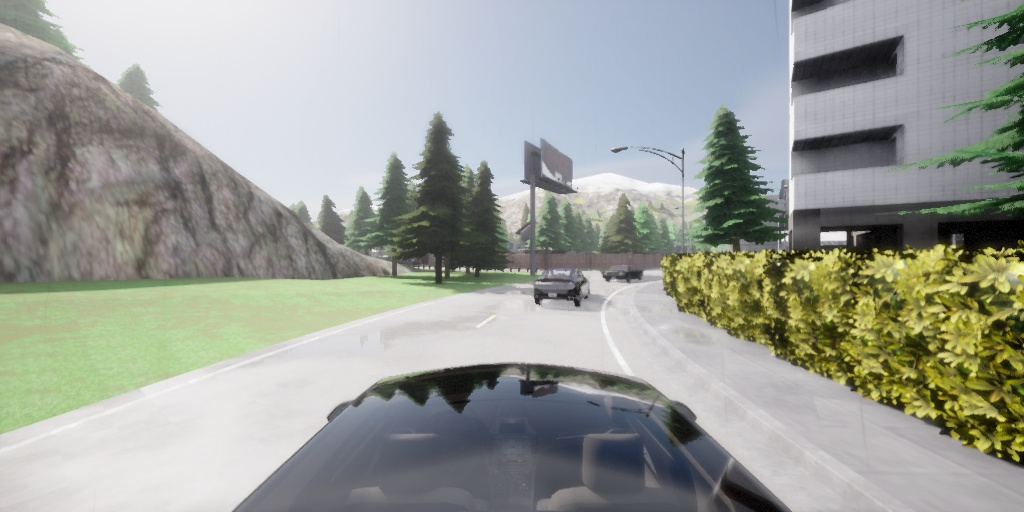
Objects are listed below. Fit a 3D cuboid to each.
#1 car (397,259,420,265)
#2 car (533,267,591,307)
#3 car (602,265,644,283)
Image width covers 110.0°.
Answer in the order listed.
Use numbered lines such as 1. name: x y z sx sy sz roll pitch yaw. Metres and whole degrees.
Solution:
1. car: -17.966 1.135 61.172 5.357 1.411 2.033 0 0 36
2. car: 2.271 1.242 15.647 2.128 1.511 4.902 0 0 18
3. car: 8.905 1.364 28.439 1.895 1.301 4.718 0 0 37
